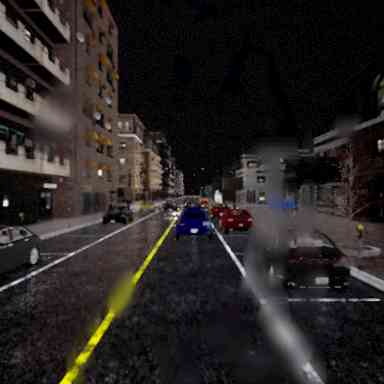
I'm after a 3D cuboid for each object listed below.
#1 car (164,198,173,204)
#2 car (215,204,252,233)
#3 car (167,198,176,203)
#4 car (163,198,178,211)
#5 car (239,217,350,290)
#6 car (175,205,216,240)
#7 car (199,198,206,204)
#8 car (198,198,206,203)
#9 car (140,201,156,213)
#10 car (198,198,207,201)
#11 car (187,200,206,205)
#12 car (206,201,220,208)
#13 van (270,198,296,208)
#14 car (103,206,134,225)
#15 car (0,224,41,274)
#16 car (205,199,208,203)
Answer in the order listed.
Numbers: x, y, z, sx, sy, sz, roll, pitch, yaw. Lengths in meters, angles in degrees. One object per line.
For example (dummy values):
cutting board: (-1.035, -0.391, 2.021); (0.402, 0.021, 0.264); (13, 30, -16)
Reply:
car: (-5.705, 2.216, 81.393); (2.008, 1.369, 4.403); (0, -1, 0)
car: (2.683, 1.696, 20.452); (1.887, 1.381, 4.507); (0, 0, 0)
car: (-5.706, 2.322, 92.786); (2.008, 1.369, 4.403); (0, -1, 0)
car: (-3.005, 1.918, 47.493); (2.033, 1.411, 5.357); (0, 0, 0)
car: (2.685, 1.617, 9.060); (2.008, 1.369, 4.403); (0, 0, 0)
car: (0.097, 1.657, 17.797); (1.812, 1.442, 4.674); (0, 0, 0)
car: (2.675, 2.300, 87.102); (1.802, 1.307, 4.206); (0, -1, 0)
car: (2.674, 2.322, 92.800); (2.008, 1.369, 4.403); (0, -1, 0)
car: (-5.701, 1.858, 43.073); (1.752, 1.417, 4.829); (0, 0, 0)
car: (2.676, 2.053, 75.710); (1.967, 1.590, 4.097); (0, -1, 0)
car: (0.097, 1.819, 33.560); (1.994, 1.385, 4.181); (0, 0, 0)
car: (2.682, 1.786, 31.845); (1.887, 1.381, 4.507); (0, 0, 0)
van: (14.652, 1.831, 54.007); (3.998, 1.788, 1.690); (0, 0, 0)
car: (-5.698, 1.762, 26.153); (1.947, 1.339, 4.313); (0, 0, 0)
car: (-5.696, 1.617, 9.064); (2.008, 1.369, 4.403); (0, 0, 0)
car: (2.681, 1.814, 37.713); (1.752, 1.417, 4.829); (0, 0, 0)
